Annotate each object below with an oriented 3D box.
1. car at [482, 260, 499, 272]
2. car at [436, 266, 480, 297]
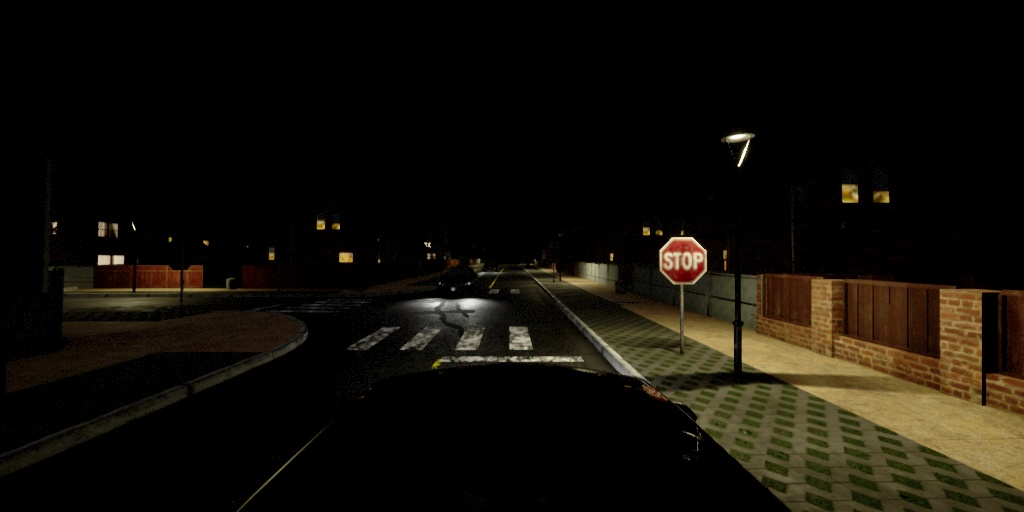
[{"bbox_3d":[-2.798,1.273,47.070,1.837,1.490,4.892,0,0,0],"label":"car"},{"bbox_3d":[-2.767,1.297,19.182,1.812,1.442,4.674,0,0,0],"label":"car"}]
